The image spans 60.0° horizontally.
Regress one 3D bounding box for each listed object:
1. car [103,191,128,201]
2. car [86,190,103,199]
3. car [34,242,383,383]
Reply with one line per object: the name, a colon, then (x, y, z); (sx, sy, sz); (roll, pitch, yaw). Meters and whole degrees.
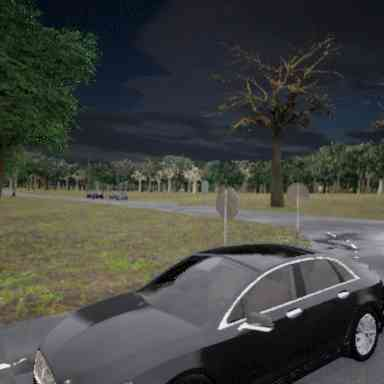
car: (-11.675, 0.605, 52.077); (2.128, 1.511, 4.902); (2, -1, -35)
car: (-17.656, 0.416, 60.403); (2.097, 1.767, 4.553); (2, -1, -36)
car: (0.642, 1.506, 4.315); (4.892, 1.490, 1.837); (0, 0, -35)
